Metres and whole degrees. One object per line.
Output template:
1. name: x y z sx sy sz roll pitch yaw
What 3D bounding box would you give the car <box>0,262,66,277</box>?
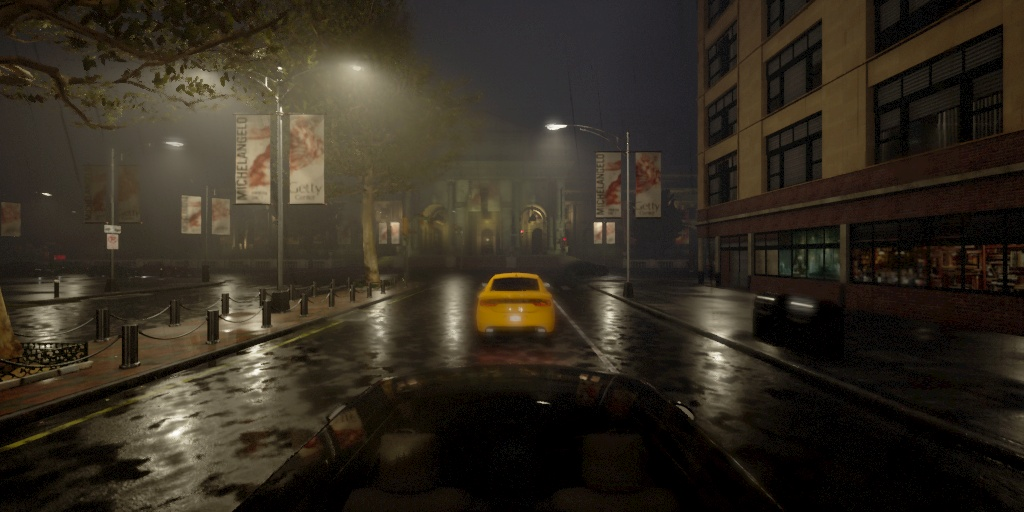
1. car: -47.076 1.276 34.880 4.674 1.442 1.812 0 0 0

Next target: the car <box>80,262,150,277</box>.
1. car: -38.507 1.314 34.841 4.181 1.385 1.994 0 0 0

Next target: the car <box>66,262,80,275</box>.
1. car: -47.003 1.297 38.394 5.357 1.411 2.033 0 0 0

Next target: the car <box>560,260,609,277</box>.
1. car: 6.941 1.314 34.320 4.181 1.385 1.994 0 0 1

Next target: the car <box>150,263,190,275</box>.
1. car: -37.398 1.351 38.338 4.718 1.301 1.895 0 0 1

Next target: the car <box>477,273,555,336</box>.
1. car: 0.120 1.228 10.391 1.882 1.535 5.008 0 0 1
